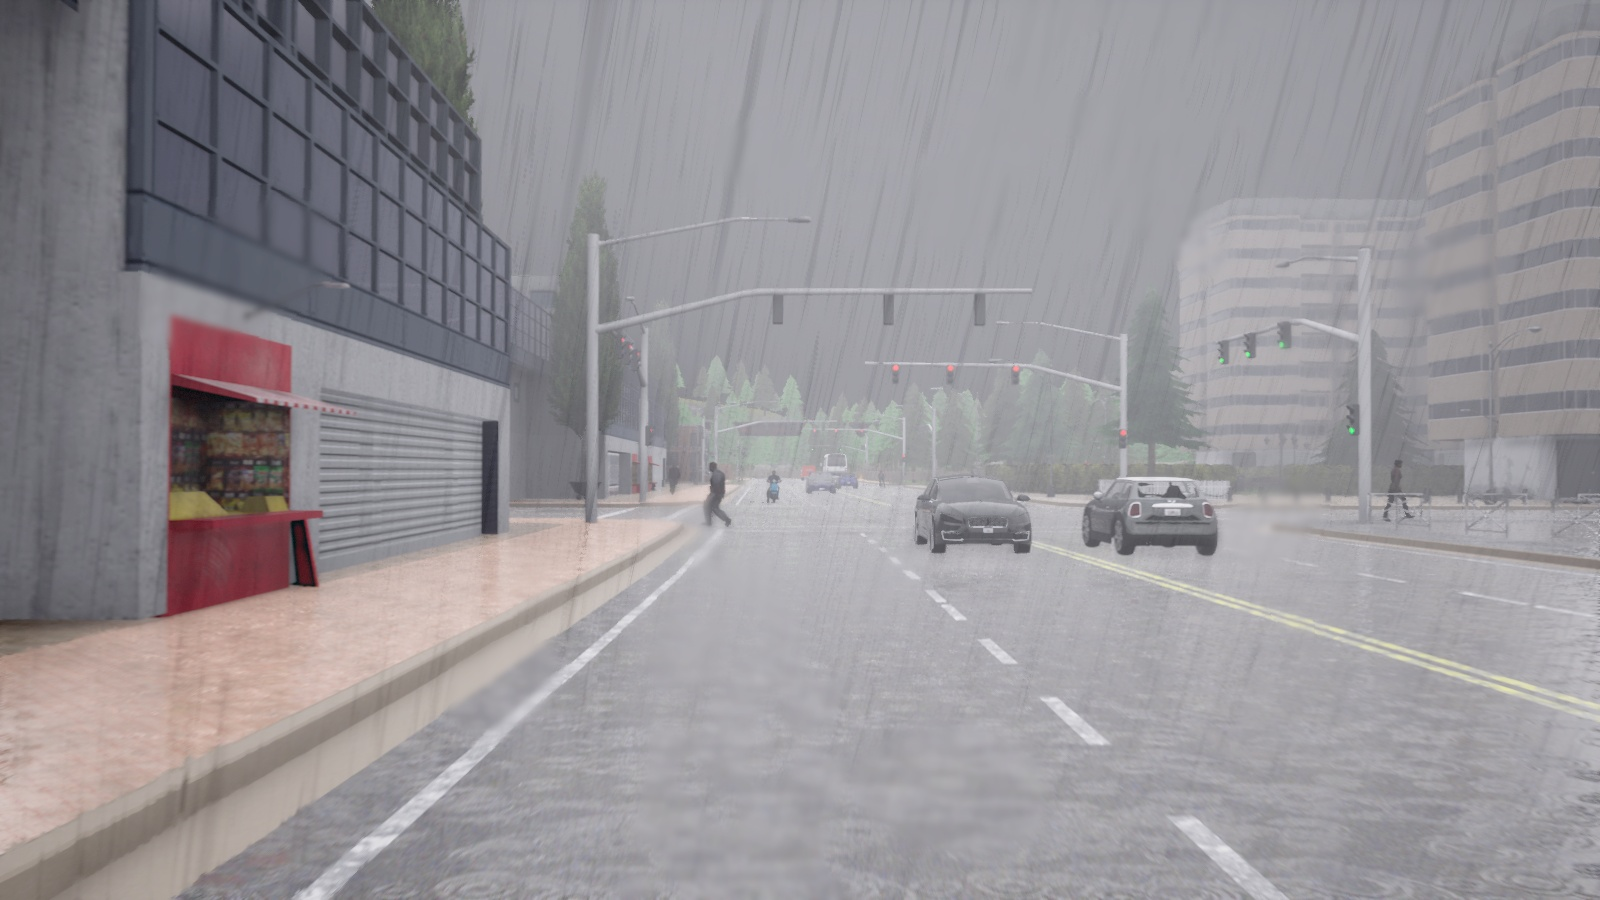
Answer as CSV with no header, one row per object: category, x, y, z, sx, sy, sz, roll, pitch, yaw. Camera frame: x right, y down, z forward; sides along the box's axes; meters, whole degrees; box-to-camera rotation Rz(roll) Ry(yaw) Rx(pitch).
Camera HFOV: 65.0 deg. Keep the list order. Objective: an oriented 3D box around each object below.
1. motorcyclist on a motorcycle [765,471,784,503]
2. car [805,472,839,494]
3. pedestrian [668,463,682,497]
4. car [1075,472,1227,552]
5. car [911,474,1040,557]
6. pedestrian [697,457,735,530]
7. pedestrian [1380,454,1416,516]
motorcyclist on a motorcycle,-1.259,1.807,61.787,0.866,1.590,1.817,0,-1,-2
car,1.484,2.280,87.874,2.163,1.488,4.792,0,-1,-2
pedestrian,-6.943,1.668,69.701,0.634,1.844,0.899,0,-1,1
car,6.913,1.173,25.153,1.970,1.475,3.806,0,-1,0
car,3.413,1.230,25.304,1.837,1.490,4.892,0,-1,-1
pedestrian,-2.217,1.141,33.093,0.849,1.883,0.563,-1,-1,16
pedestrian,17.503,1.019,36.764,0.869,1.805,0.328,0,-1,-3
